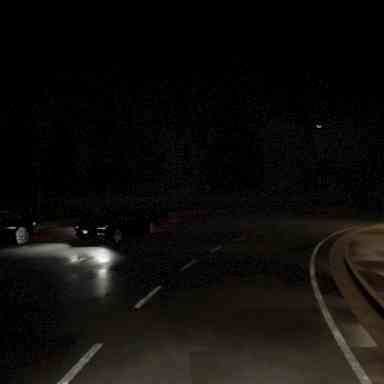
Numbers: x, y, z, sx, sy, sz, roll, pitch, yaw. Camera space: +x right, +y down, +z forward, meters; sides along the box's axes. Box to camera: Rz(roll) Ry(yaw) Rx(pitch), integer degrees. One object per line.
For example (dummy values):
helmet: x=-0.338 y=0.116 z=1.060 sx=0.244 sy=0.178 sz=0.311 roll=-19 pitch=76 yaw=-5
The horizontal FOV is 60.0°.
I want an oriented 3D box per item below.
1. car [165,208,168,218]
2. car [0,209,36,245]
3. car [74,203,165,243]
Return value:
car: x=-3.783 y=1.417 z=22.281 sx=2.033 sy=1.411 sz=5.357 roll=0 pitch=0 yaw=32
car: x=-8.204 y=1.387 z=12.515 sx=2.128 sy=1.511 sz=4.902 roll=0 pitch=0 yaw=18
car: x=-3.386 y=1.411 z=15.787 sx=1.837 sy=1.490 sz=4.892 roll=0 pitch=0 yaw=24
